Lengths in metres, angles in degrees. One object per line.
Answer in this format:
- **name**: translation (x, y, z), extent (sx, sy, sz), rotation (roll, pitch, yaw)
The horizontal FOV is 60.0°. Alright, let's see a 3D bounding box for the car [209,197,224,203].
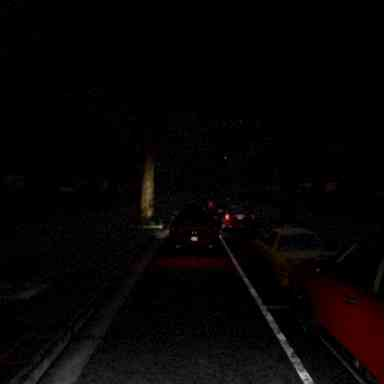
- **car**: translation (2.642, 1.410, 25.649), extent (1.967, 1.590, 4.097), rotation (0, 0, 0)

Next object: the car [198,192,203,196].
- **car**: translation (2.658, 1.312, 64.646), extent (1.752, 1.417, 4.829), rotation (0, 0, 0)

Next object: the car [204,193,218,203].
- **car**: translation (2.762, 1.287, 37.393), extent (2.097, 1.767, 4.553), rotation (0, 0, 0)

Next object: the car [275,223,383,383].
- **car**: translation (2.632, 1.317, 3.460), extent (2.192, 1.841, 5.009), rotation (0, 0, 0)

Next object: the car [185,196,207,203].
- **car**: translation (0.099, 1.433, 31.082), extent (1.882, 1.535, 5.008), rotation (0, 0, 0)

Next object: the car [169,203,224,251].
- **car**: translation (0.091, 1.471, 14.123), extent (1.882, 1.535, 5.008), rotation (0, 0, 0)

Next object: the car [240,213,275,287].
- **car**: translation (2.636, 1.523, 9.178), extent (1.752, 1.417, 4.829), rotation (0, 0, 0)

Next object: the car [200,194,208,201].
- **car**: translation (2.662, 1.237, 75.737), extent (1.752, 1.417, 4.829), rotation (0, 0, 0)

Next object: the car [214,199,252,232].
- **car**: translation (2.640, 1.422, 20.102), extent (1.967, 1.590, 4.097), rotation (0, 0, 0)

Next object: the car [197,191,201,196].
- **car**: translation (2.660, 1.065, 70.020), extent (2.192, 1.841, 5.009), rotation (0, 0, 0)

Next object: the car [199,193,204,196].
- **car**: translation (2.656, 1.390, 58.931), extent (1.947, 1.339, 4.313), rotation (0, 0, 0)
